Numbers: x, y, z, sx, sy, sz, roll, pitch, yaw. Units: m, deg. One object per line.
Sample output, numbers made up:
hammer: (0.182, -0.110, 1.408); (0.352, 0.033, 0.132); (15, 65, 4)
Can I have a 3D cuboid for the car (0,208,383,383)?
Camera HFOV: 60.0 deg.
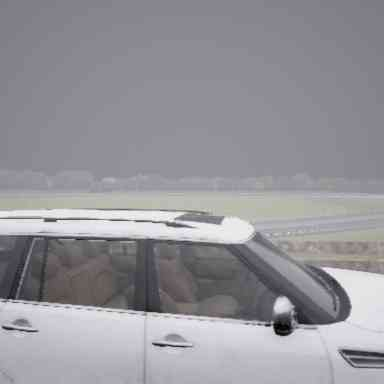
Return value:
car: (-0.085, 1.222, 3.295); (5.566, 2.045, 2.150); (0, 0, 8)
